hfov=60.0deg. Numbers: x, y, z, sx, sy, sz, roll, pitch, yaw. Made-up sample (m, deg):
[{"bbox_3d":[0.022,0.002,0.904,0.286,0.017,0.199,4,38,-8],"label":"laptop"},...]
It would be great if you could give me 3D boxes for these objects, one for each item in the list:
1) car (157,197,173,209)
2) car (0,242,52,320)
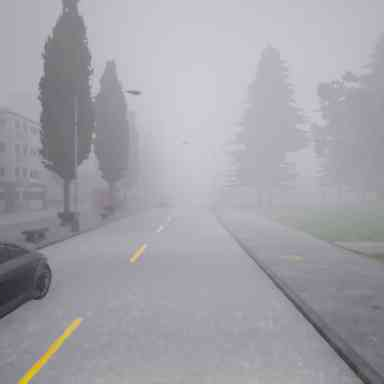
[{"bbox_3d":[-3.881,1.451,48.068,2.097,1.767,4.553,0,0,0],"label":"car"},{"bbox_3d":[-4.088,1.569,5.668,1.994,1.385,4.181,0,0,0],"label":"car"}]
